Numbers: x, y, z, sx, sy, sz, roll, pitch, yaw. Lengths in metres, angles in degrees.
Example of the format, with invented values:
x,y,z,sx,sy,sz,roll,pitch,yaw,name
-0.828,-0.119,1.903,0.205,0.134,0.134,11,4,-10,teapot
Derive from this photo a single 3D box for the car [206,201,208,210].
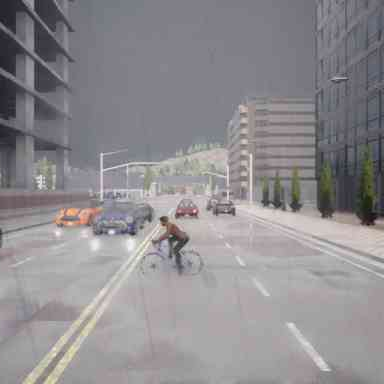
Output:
x,y,z,sx,sy,sz,roll,pitch,yaw,name
2.821,1.526,41.133,1.812,1.442,4.674,0,0,-1,car

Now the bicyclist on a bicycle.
x,y,z,sx,sy,sz,roll,pitch,yaw,name
-0.558,1.455,8.790,1.656,1.620,0.582,-2,0,-1,bicyclist on a bicycle

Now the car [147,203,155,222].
x,y,z,sx,sy,sz,roll,pitch,yaw,name
-3.971,1.567,25.727,1.994,1.385,4.181,0,0,-1,car

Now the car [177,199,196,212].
x,y,z,sx,sy,sz,roll,pitch,yaw,name
-0.653,1.547,39.488,2.033,1.411,5.357,0,0,-1,car

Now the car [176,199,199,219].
x,y,z,sx,sy,sz,roll,pitch,yaw,name
-0.436,1.601,29.306,1.895,1.301,4.718,0,0,-1,car

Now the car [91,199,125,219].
x,y,z,sx,sy,sz,roll,pitch,yaw,name
-7.627,1.478,30.604,1.882,1.535,5.008,0,0,0,car

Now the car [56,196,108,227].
x,y,z,sx,sy,sz,roll,pitch,yaw,name
-7.444,1.351,22.516,2.097,1.767,4.553,0,0,-1,car

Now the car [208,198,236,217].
x,y,z,sx,sy,sz,roll,pitch,yaw,name
3.013,1.491,31.871,2.128,1.511,4.902,0,0,-1,car

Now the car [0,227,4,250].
x,y,z,sx,sy,sz,roll,pitch,yaw,name
-7.256,1.492,9.276,2.128,1.511,4.902,0,0,-1,car

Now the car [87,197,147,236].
x,y,z,sx,sy,sz,roll,pitch,yaw,name
-3.924,1.351,18.311,2.097,1.767,4.553,0,0,-1,car
